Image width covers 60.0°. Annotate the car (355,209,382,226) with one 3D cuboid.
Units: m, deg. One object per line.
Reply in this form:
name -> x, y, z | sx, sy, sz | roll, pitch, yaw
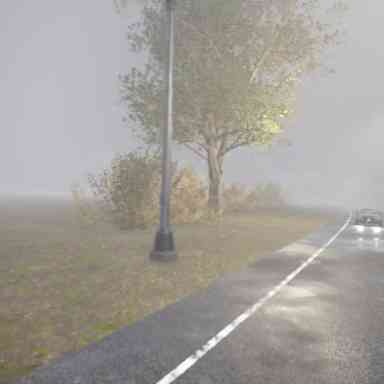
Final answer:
car -> 15.340, 2.157, 28.923 | 1.994, 1.385, 4.181 | 1, 0, 27
